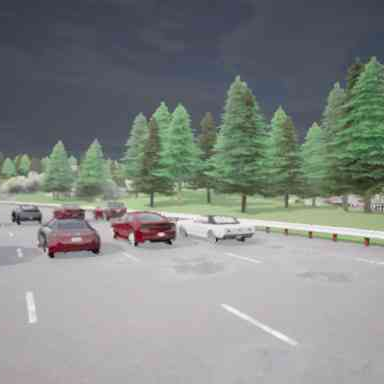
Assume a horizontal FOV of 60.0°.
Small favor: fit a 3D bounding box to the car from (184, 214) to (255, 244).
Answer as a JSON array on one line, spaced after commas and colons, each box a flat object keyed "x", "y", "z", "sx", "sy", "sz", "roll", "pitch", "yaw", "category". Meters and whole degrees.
[{"x": 1.016, "y": 1.798, "z": 17.108, "sx": 1.895, "sy": 1.301, "sz": 4.718, "roll": 0, "pitch": -1, "yaw": -30, "category": "car"}]

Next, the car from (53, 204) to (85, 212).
[{"x": -11.035, "y": 1.810, "z": 29.717, "sx": 1.882, "sy": 1.535, "sz": 5.008, "roll": 0, "pitch": -1, "yaw": -34, "category": "car"}]

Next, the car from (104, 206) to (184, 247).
[{"x": -2.533, "y": 1.662, "z": 16.250, "sx": 1.882, "sy": 1.535, "sz": 5.008, "roll": 0, "pitch": 0, "yaw": -30, "category": "car"}]

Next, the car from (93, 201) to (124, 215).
[{"x": -7.659, "y": 1.700, "z": 30.981, "sx": 2.097, "sy": 1.767, "sz": 4.553, "roll": 0, "pitch": -1, "yaw": -34, "category": "car"}]

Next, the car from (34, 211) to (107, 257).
[{"x": -5.218, "y": 1.721, "z": 13.907, "sx": 1.994, "sy": 1.385, "sz": 4.181, "roll": 0, "pitch": -1, "yaw": -30, "category": "car"}]

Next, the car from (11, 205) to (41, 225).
[{"x": -13.526, "y": 1.795, "z": 27.163, "sx": 2.128, "sy": 1.511, "sz": 4.902, "roll": 0, "pitch": -1, "yaw": -34, "category": "car"}]
